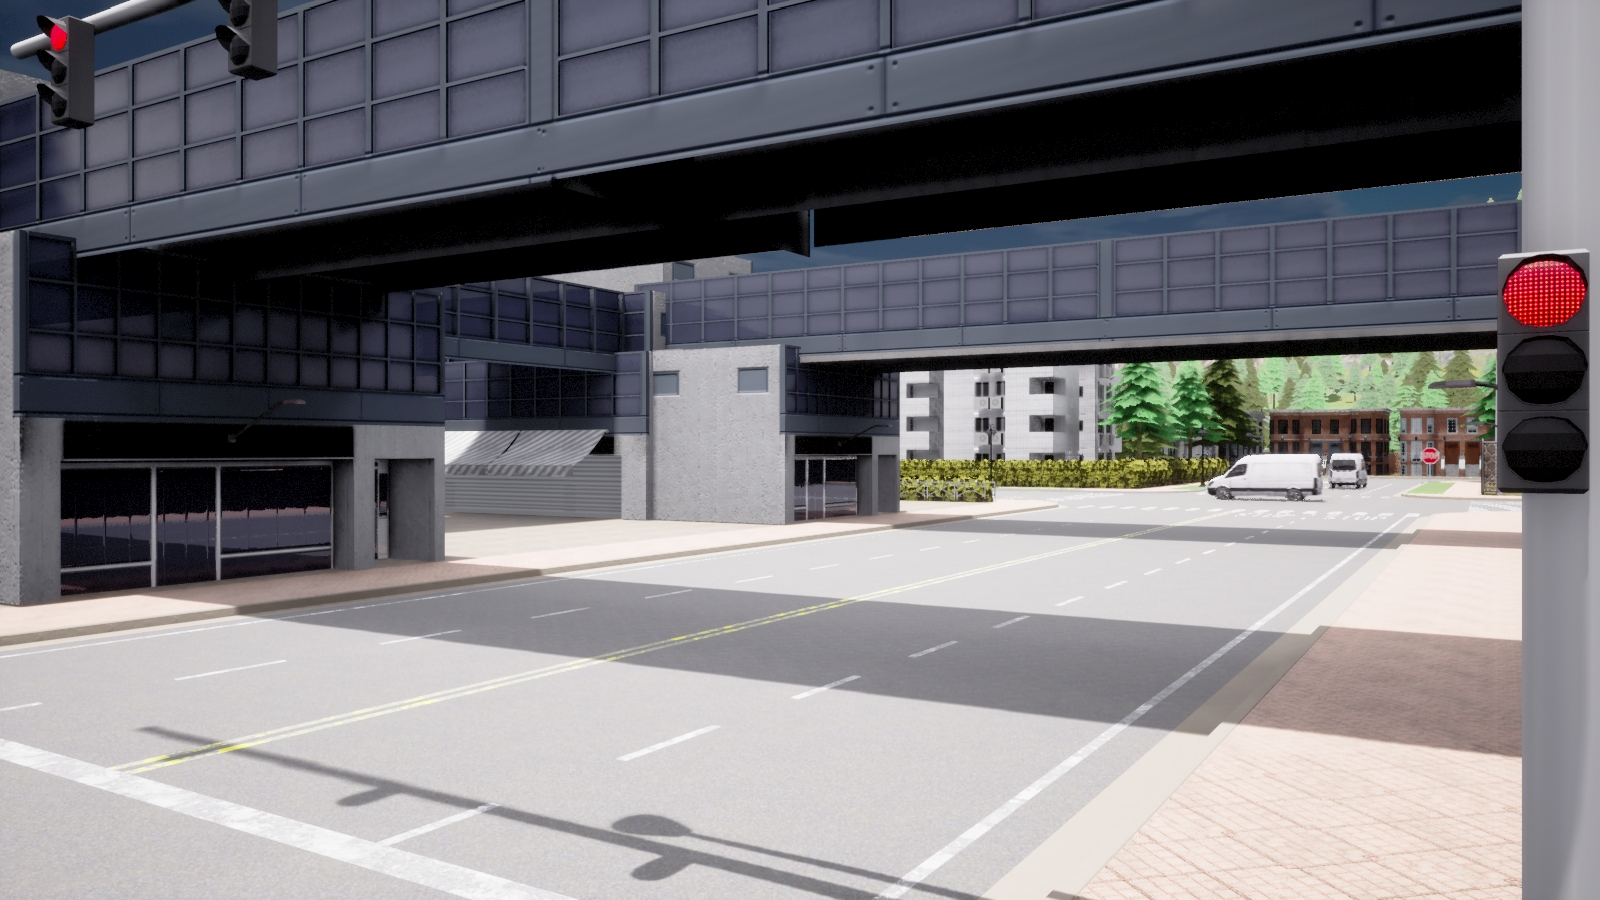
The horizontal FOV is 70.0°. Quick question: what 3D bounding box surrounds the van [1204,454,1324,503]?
[{"bbox_3d":[25.746,1.533,63.482,5.915,2.561,1.988,0,0,32],"label":"van"}]
